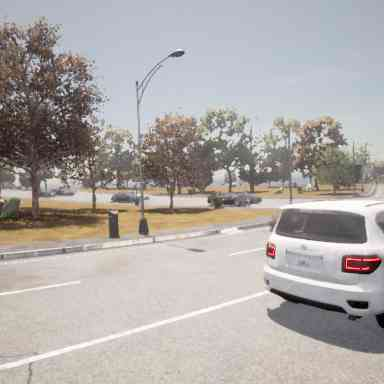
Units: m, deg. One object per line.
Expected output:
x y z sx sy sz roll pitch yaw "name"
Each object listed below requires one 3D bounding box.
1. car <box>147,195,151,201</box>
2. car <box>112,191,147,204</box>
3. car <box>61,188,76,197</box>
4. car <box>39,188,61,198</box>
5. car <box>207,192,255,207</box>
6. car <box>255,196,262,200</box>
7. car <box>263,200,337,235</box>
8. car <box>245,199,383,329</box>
-8.233 0.548 48.898 4.674 1.442 1.812 2 4 33 "car"
-8.902 0.746 45.168 4.674 1.442 1.812 1 4 33 "car"
-22.820 0.047 58.414 5.357 1.411 2.033 2 4 33 "car"
-24.708 0.181 55.470 4.902 1.511 2.128 2 4 33 "car"
3.996 0.833 36.824 4.902 1.511 2.128 0 3 33 "car"
6.170 0.738 39.585 4.181 1.385 1.994 0 3 33 "car"
6.096 1.309 18.419 4.674 1.442 1.812 -2 1 -43 "car"
3.852 1.174 6.995 5.566 2.045 2.150 -1 0 -39 "car"
